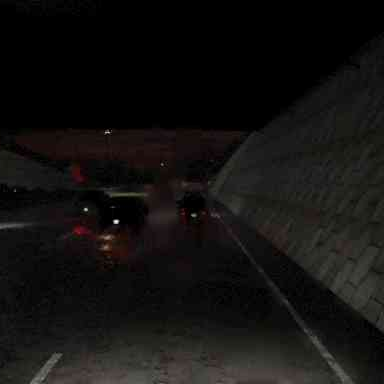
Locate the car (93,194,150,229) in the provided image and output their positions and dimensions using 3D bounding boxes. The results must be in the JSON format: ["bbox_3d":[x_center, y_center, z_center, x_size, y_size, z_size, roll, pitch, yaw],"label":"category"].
[{"bbox_3d":[-3.401,0.999,17.330,1.837,1.490,4.892,0,2,0],"label":"car"}]

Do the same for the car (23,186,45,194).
[{"bbox_3d":[-24.536,-0.014,53.203,1.812,1.442,4.674,0,1,0],"label":"car"}]

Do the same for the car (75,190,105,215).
[{"bbox_3d":[-6.903,0.804,24.075,1.837,1.490,4.892,0,2,0],"label":"car"}]

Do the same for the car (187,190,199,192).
[{"bbox_3d":[0.081,0.456,39.424,1.895,1.301,4.718,0,2,0],"label":"car"}]

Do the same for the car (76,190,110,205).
[{"bbox_3d":[-10.413,0.515,35.538,2.033,1.411,5.357,0,2,0],"label":"car"}]

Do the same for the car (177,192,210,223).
[{"bbox_3d":[0.086,0.956,19.516,1.812,1.442,4.674,0,2,0],"label":"car"}]

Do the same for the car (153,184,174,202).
[{"bbox_3d":[-3.419,0.055,40.126,2.150,2.045,5.566,0,2,0],"label":"car"}]

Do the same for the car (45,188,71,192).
[{"bbox_3d":[-21.034,-0.001,53.371,2.033,1.411,5.357,0,2,0],"label":"car"}]

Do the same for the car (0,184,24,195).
[{"bbox_3d":[-28.038,-0.191,53.101,2.097,1.767,4.553,0,2,0],"label":"car"}]
